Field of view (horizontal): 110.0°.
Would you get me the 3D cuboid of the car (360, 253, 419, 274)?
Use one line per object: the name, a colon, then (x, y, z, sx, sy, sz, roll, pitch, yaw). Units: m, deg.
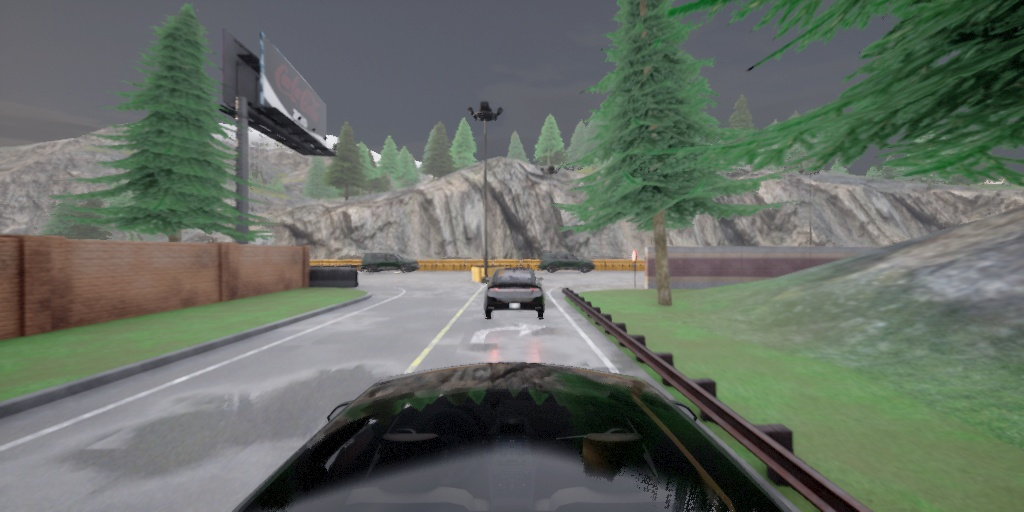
car: (-12.138, 0.696, 35.740, 5.566, 2.045, 2.150, 0, 1, -1)

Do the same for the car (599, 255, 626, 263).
car: (14.617, 0.821, 53.856, 4.892, 1.490, 1.837, 0, 1, -1)

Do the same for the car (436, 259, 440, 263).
car: (-9.381, 0.826, 53.633, 4.892, 1.490, 1.837, 0, 0, -1)

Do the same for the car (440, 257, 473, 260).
car: (-6.565, 0.907, 46.557, 4.674, 1.442, 1.812, 0, 0, -1)

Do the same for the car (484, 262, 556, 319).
car: (0.082, 1.149, 12.406, 2.128, 1.511, 4.902, 0, 0, 0)

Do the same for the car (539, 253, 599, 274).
car: (5.458, 0.694, 36.031, 5.566, 2.045, 2.150, 0, 0, -1)
